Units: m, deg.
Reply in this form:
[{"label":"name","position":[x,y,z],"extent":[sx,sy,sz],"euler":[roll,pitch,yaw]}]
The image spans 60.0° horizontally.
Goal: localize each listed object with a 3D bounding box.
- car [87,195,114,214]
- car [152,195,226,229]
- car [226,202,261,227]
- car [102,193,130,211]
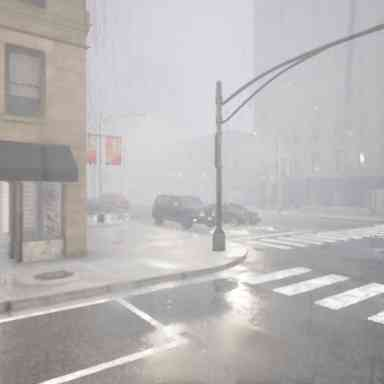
[{"label":"car","position":[-10.449,1.434,35.532],"extent":[1.882,1.535,5.008],"euler":[0,0,-36]},{"label":"car","position":[-0.570,1.203,21.828],"extent":[2.150,2.045,5.566],"euler":[0,0,-36]},{"label":"car","position":[2.584,1.483,22.998],"extent":[1.837,1.490,4.892],"euler":[0,1,-37]},{"label":"car","position":[-9.413,1.170,39.652],"extent":[2.150,2.045,5.566],"euler":[0,0,-36]}]
